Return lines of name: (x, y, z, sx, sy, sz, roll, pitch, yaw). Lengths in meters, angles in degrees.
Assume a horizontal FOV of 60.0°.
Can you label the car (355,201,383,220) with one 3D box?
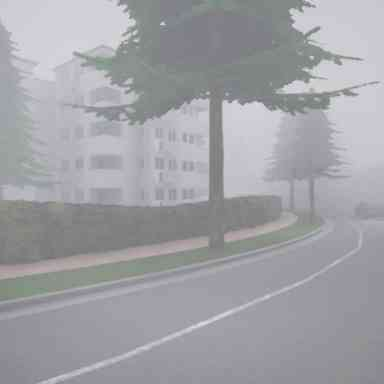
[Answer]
car: (15.545, 1.578, 28.884, 1.837, 1.490, 4.892, 0, 0, 14)
